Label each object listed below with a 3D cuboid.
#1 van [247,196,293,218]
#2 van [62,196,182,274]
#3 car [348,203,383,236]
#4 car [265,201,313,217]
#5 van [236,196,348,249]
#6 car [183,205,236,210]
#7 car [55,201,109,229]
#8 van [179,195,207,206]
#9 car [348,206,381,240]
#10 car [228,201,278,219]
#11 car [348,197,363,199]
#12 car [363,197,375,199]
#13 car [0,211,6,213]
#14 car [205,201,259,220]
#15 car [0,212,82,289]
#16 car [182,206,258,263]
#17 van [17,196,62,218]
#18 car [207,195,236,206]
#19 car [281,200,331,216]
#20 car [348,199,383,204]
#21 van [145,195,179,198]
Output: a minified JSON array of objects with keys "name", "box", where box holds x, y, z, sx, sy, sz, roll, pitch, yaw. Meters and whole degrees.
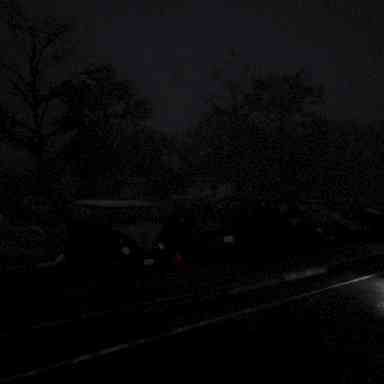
[{"name":"van","box":[7.940,1.466,34.100,1.878,1.987,4.442,1,-1,-35]},{"name":"van","box":[-2.400,1.231,10.387,1.878,1.987,4.442,0,0,-35]},{"name":"car","box":[8.824,1.577,18.520,2.097,1.535,5.008,1,-1,-35]},{"name":"car","box":[10.259,1.770,35.612,2.002,1.452,4.674,1,-1,-35]},{"name":"van","box":[4.369,1.273,15.210,1.878,1.987,4.442,1,-1,-35]},{"name":"car","box":[1.721,1.618,18.918,4.718,1.301,1.895,1,-1,-35]},{"name":"car","box":[-7.672,1.449,22.840,2.097,1.535,5.008,0,0,-35]},{"name":"van","box":[-1.084,1.311,27.671,1.878,1.987,4.442,1,-1,-35]},{"name":"car","box":[6.558,1.578,16.915,2.002,1.452,4.674,1,-1,-35]},{"name":"car","box":[5.852,1.694,32.467,2.002,1.452,4.674,1,-1,-35]},{"name":"car","box":[17.150,1.596,40.484,2.435,2.045,5.566,1,-1,-35]},{"name":"car","box":[19.406,1.635,42.091,2.435,2.045,5.566,1,-1,-35]},{"name":"car","box":[-12.073,1.458,19.472,1.946,1.575,5.366,0,0,-35]},{"name":"car","box":[3.598,1.616,30.856,2.097,1.535,5.008,1,-1,-35]},{"name":"car","box":[-4.730,1.503,8.873,2.002,1.452,4.674,0,0,-35]},{"name":"car","box":[-0.219,1.481,12.120,2.163,1.488,4.792,0,0,-35]},{"name":"van","box":[-9.858,1.230,21.133,1.878,1.987,4.442,0,0,-35]},{"name":"car","box":[1.257,1.324,29.160,2.435,2.045,5.566,1,-1,-35]},{"name":"car","box":[12.622,1.770,37.285,2.097,1.535,5.008,1,-1,-35]},{"name":"car","box":[11.101,1.490,20.111,2.185,1.767,4.553,1,-1,-35]},{"name":"van","box":[-3.238,1.274,26.136,1.878,1.987,4.442,1,-1,-35]}]
